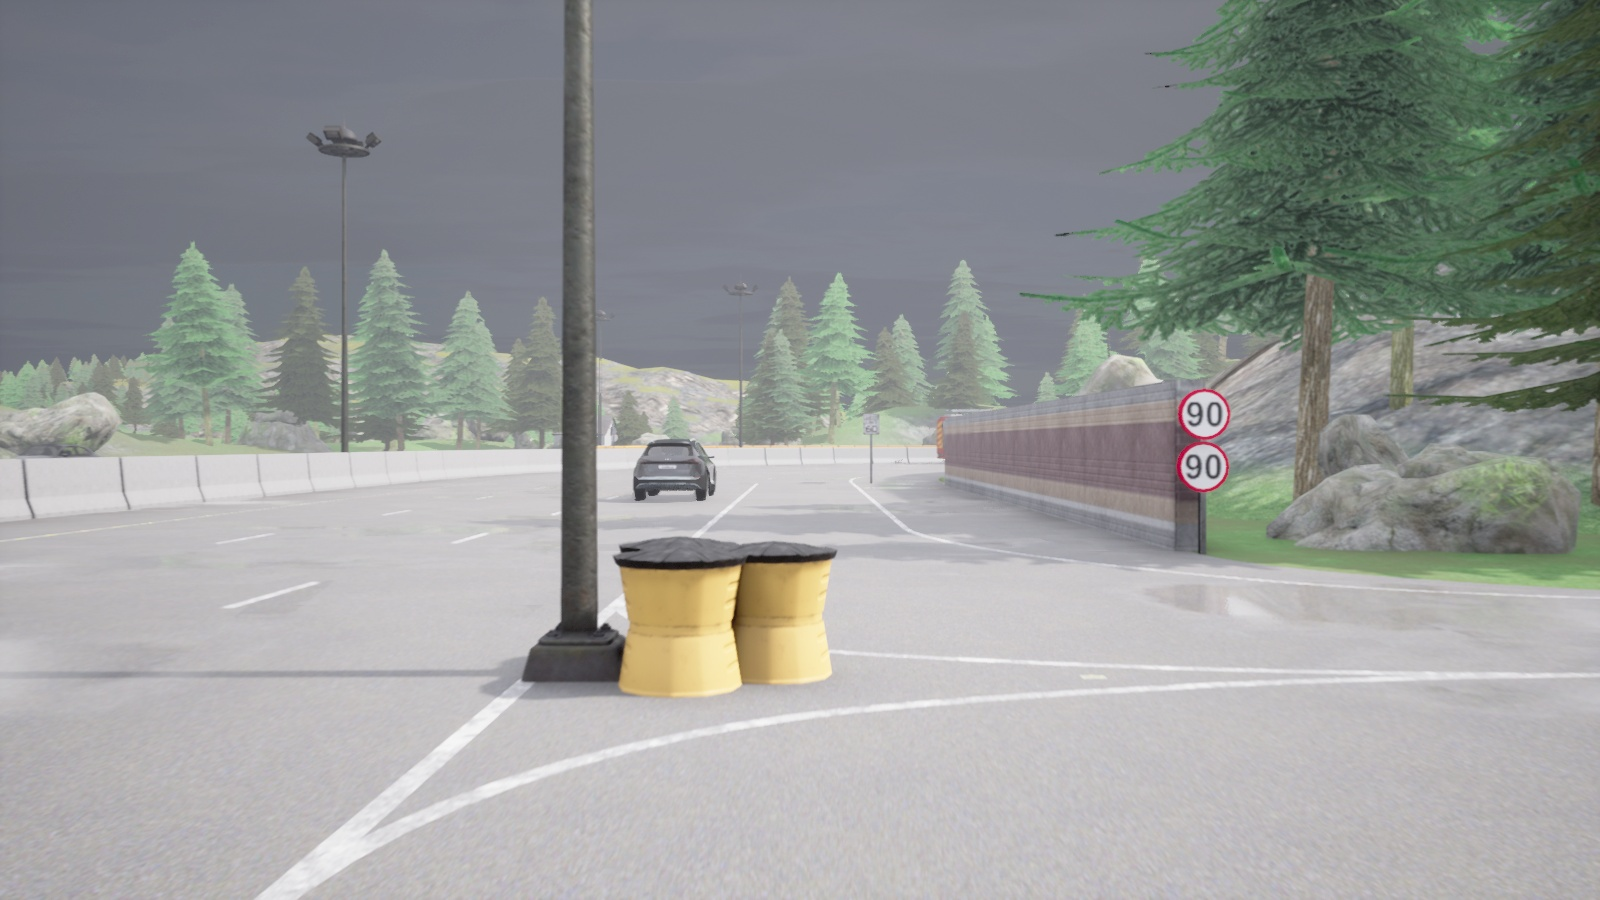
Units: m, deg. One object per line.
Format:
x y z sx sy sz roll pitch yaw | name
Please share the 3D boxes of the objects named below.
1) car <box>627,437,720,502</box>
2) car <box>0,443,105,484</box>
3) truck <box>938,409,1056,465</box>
-3.376 0.481 34.334 2.033 1.649 4.856 0 0 0 | car
-27.812 0.469 46.475 1.816 1.474 4.193 0 0 1 | car
14.122 -0.963 89.687 8.468 3.827 2.891 -1 0 -33 | truck
